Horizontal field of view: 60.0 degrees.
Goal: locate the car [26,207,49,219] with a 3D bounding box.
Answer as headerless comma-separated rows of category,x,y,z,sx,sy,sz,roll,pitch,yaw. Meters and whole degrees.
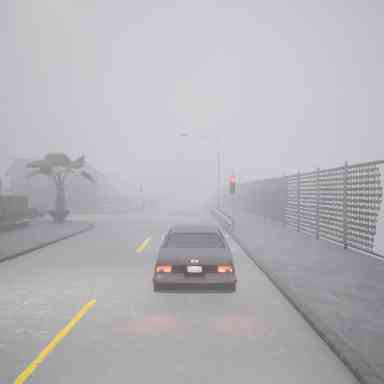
car,-14.579,1.601,27.900,4.718,1.301,1.895,0,0,0

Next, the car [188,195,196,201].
car,0.088,1.552,86.622,1.994,1.385,4.181,0,0,0

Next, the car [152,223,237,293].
car,0.072,1.547,8.972,2.033,1.411,5.357,0,0,1
